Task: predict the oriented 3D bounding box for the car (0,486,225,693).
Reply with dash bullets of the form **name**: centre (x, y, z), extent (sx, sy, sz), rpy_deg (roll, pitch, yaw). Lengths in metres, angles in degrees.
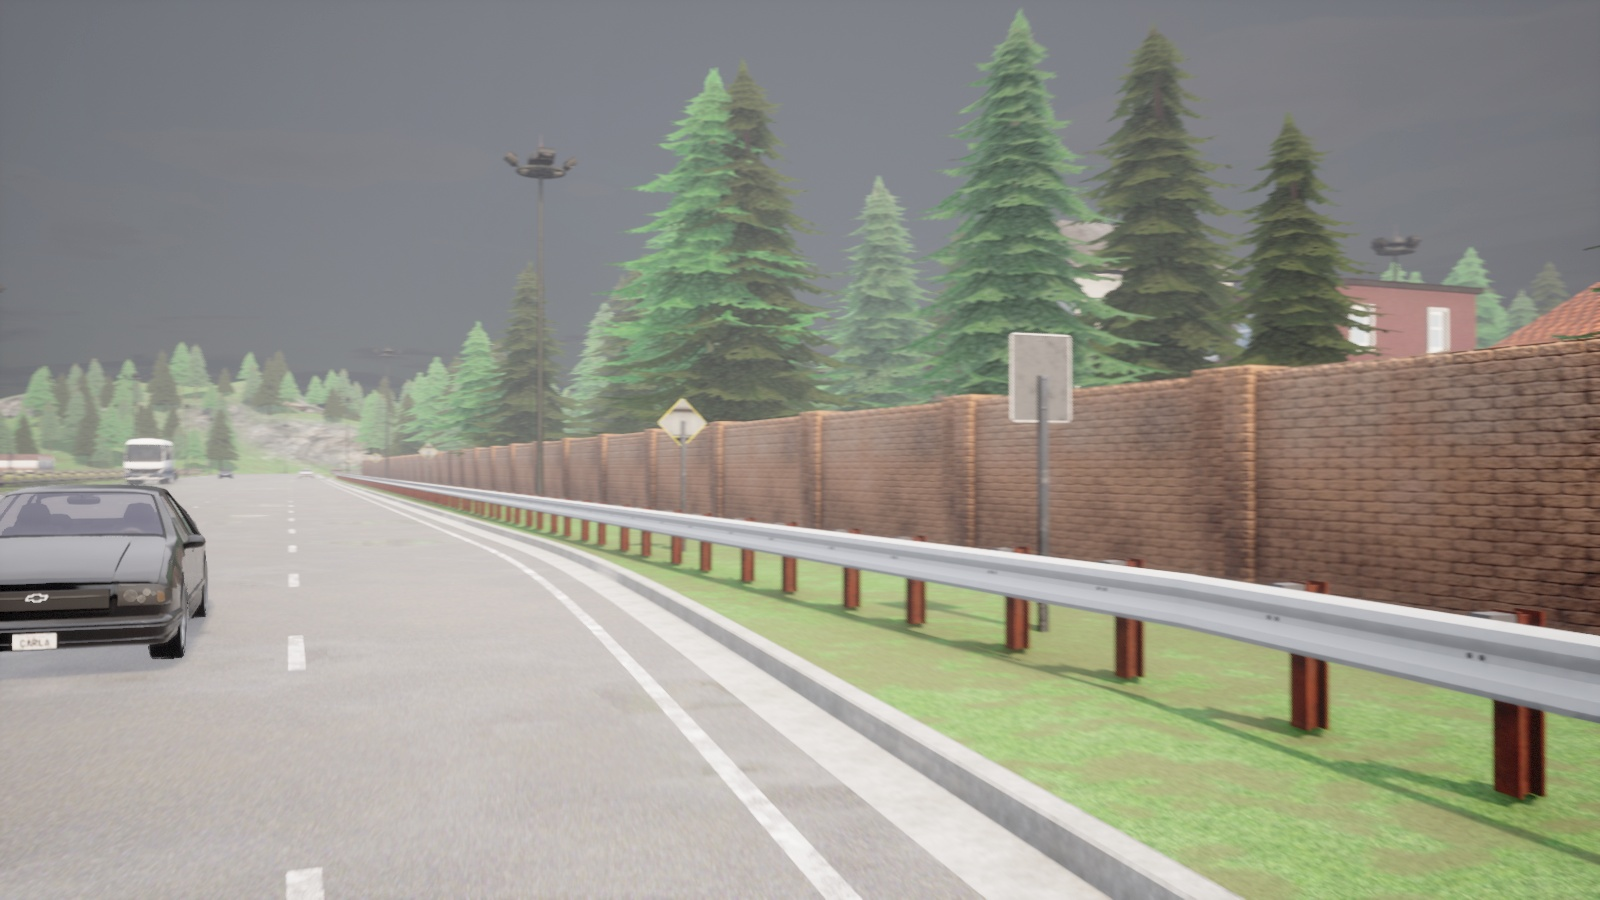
- **car**: centre (-6.505, 1.069, 11.513), extent (2.033, 1.411, 5.357), rpy_deg (0, -1, -22)
